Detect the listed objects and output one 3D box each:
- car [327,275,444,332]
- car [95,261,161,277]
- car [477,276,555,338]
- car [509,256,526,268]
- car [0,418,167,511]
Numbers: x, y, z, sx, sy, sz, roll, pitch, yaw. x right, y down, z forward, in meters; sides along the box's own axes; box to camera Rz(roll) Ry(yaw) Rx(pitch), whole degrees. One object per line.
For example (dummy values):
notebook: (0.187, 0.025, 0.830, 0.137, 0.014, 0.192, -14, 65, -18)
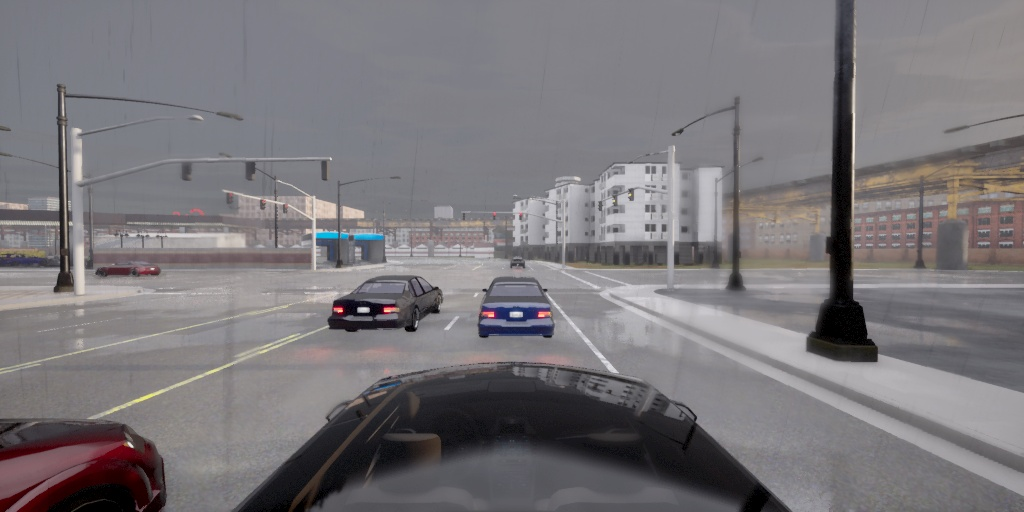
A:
car: (-3.406, 1.274, 10.730, 2.033, 1.411, 5.357, 0, 0, 0)
car: (-33.120, 1.084, 30.988, 4.181, 1.385, 1.994, 0, 1, -1)
car: (0.090, 1.279, 10.128, 2.033, 1.411, 5.357, 0, 0, 0)
car: (0.708, 0.772, 46.077, 1.837, 1.490, 4.892, 0, 1, 0)
car: (-3.395, 1.314, 0.733, 1.994, 1.385, 4.181, 0, 0, 0)
